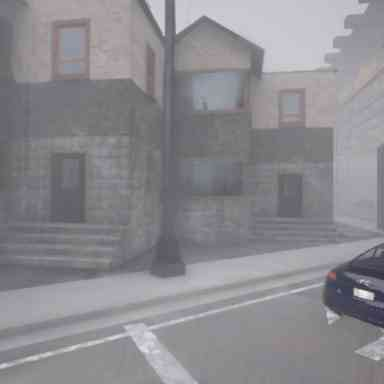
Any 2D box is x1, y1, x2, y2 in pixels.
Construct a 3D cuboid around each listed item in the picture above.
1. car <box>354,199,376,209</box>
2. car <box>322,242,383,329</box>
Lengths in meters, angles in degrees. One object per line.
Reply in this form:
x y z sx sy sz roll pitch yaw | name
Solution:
28.961 1.921 55.879 2.097 1.767 4.553 0 0 7 | car
4.495 1.638 6.381 4.181 1.385 1.994 1 0 -31 | car
